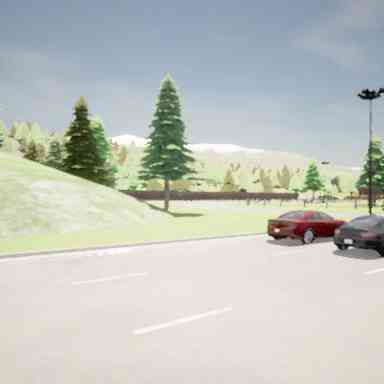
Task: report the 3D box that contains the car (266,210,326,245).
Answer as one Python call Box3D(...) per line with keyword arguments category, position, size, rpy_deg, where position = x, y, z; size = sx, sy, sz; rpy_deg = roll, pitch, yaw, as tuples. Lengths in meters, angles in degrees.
Box3D(category="car", position=(5.918, 1.635, 16.651), size=(5.008, 1.535, 1.882), rpy_deg=(0, 0, -35))

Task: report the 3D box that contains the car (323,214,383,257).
Box3D(category="car", position=(7.659, 1.679, 13.595), size=(4.674, 1.442, 1.812), rpy_deg=(0, 0, -35))
